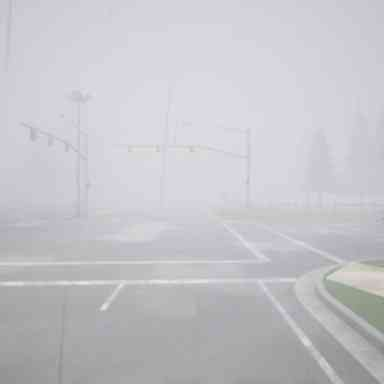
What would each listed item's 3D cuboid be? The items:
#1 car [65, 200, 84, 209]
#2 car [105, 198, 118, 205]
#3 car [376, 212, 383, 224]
[{"bbox_3d":[-18.494,2.027,53.007,1.812,1.442,4.674,0,0,0],"label":"car"},{"bbox_3d":[-18.423,2.122,76.300,1.882,1.535,5.008,0,0,1],"label":"car"},{"bbox_3d":[16.189,1.697,24.340,4.902,1.511,2.128,0,0,1],"label":"car"}]
